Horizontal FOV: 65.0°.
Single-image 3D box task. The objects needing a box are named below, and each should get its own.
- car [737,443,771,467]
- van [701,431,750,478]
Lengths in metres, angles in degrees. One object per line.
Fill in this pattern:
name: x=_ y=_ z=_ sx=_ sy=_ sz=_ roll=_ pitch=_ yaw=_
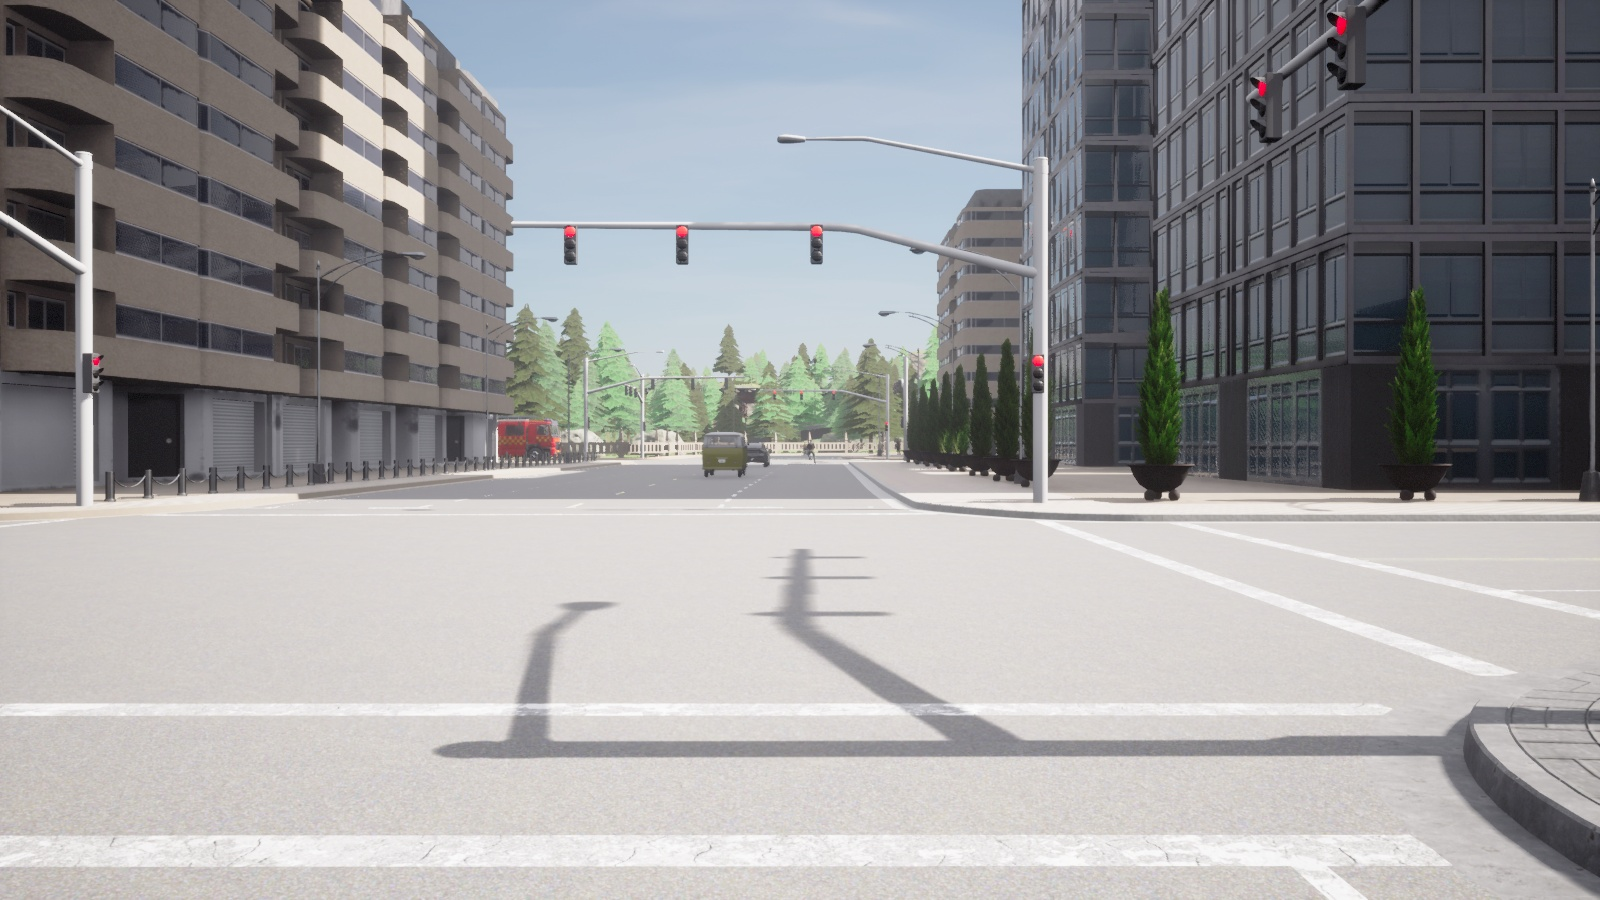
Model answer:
car: x=-2.879 y=0.301 z=79.409 sx=1.837 sy=1.490 sz=4.892 roll=0 pitch=0 yaw=1
van: x=-3.285 y=0.180 z=56.089 sx=1.775 sy=1.987 sz=4.442 roll=0 pitch=0 yaw=2
